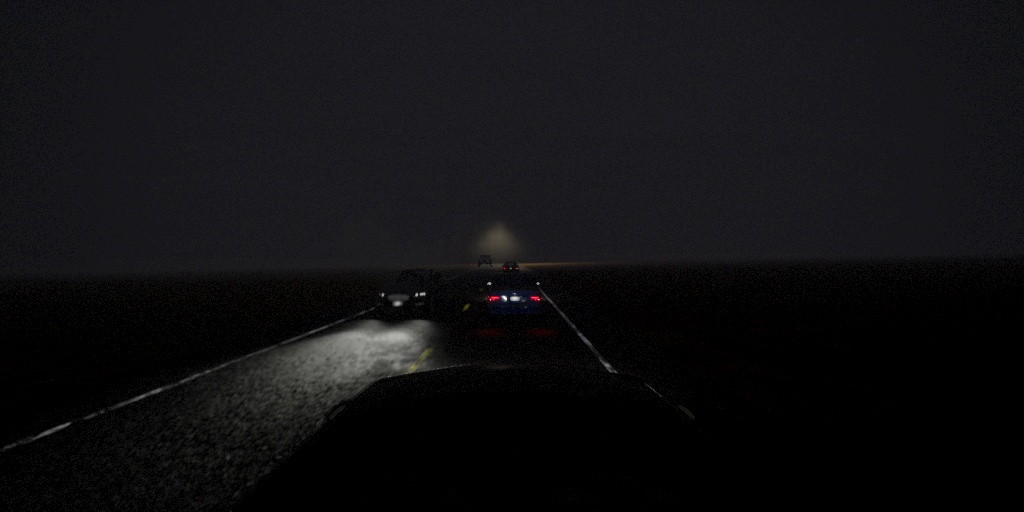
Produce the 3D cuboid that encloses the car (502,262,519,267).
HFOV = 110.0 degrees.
[{"bbox_3d":[-0.162,1.319,39.136,2.033,1.411,5.357,0,0,-1],"label":"car"}]

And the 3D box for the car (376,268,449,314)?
[{"bbox_3d":[-3.634,1.245,13.819,2.128,1.511,4.902,0,0,0],"label":"car"}]

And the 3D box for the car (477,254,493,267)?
[{"bbox_3d":[-4.009,0.634,54.527,2.150,2.045,5.566,0,0,-1],"label":"car"}]

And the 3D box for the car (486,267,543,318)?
[{"bbox_3d":[0.072,1.300,13.019,2.033,1.411,5.357,0,0,0],"label":"car"}]
